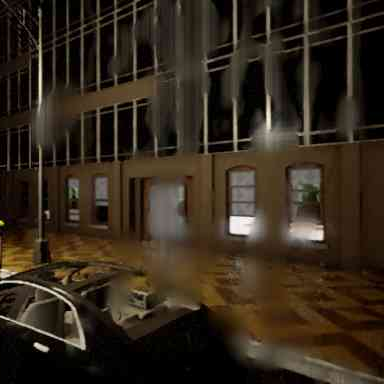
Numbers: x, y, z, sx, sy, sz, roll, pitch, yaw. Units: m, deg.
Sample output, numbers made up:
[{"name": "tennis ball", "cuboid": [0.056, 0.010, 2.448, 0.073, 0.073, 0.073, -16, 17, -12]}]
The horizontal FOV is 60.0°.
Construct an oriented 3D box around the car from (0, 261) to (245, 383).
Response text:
[{"name": "car", "cuboid": [-1.536, 1.531, 3.981, 4.403, 1.369, 2.008, 0, 0, 36]}]
